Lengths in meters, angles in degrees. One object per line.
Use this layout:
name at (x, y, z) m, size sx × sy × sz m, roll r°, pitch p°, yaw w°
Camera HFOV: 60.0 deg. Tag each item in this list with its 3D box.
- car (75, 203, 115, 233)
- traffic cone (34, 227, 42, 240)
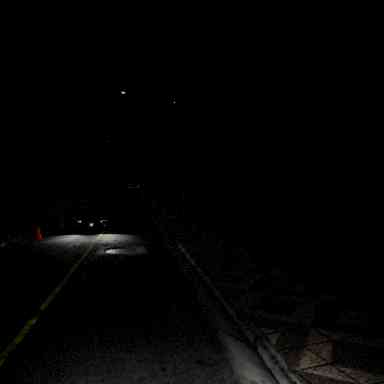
car at (-5.613, 1.438, 19.623) m, size 1.837 × 1.490 × 4.892 m, roll 0°, pitch 0°, yaw -10°
traffic cone at (-7.134, 1.920, 15.452) m, size 0.340 × 0.580 × 0.340 m, roll 0°, pitch 0°, yaw -9°
